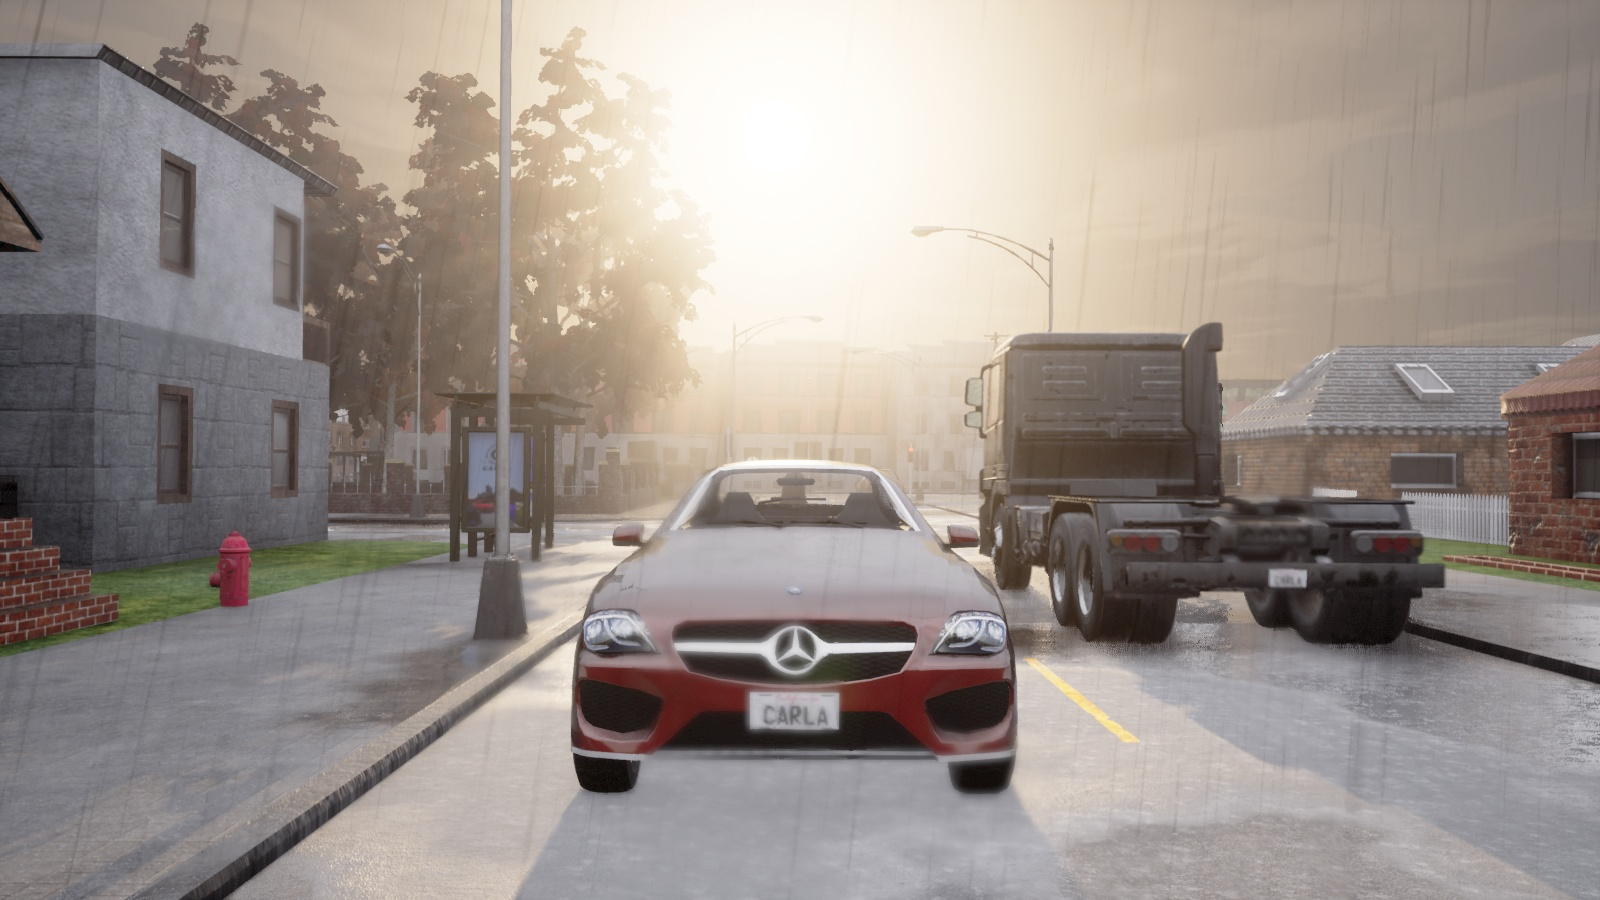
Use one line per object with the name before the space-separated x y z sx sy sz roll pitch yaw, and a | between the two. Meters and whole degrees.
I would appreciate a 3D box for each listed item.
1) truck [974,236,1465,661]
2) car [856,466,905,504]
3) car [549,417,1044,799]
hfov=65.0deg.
truck | 3.964 0.054 14.212 2.891 3.462 7.936 0 -1 0
car | 3.845 1.674 60.673 2.097 1.767 4.553 0 -1 0
car | -0.022 0.727 7.979 2.152 1.651 5.027 0 -1 0
